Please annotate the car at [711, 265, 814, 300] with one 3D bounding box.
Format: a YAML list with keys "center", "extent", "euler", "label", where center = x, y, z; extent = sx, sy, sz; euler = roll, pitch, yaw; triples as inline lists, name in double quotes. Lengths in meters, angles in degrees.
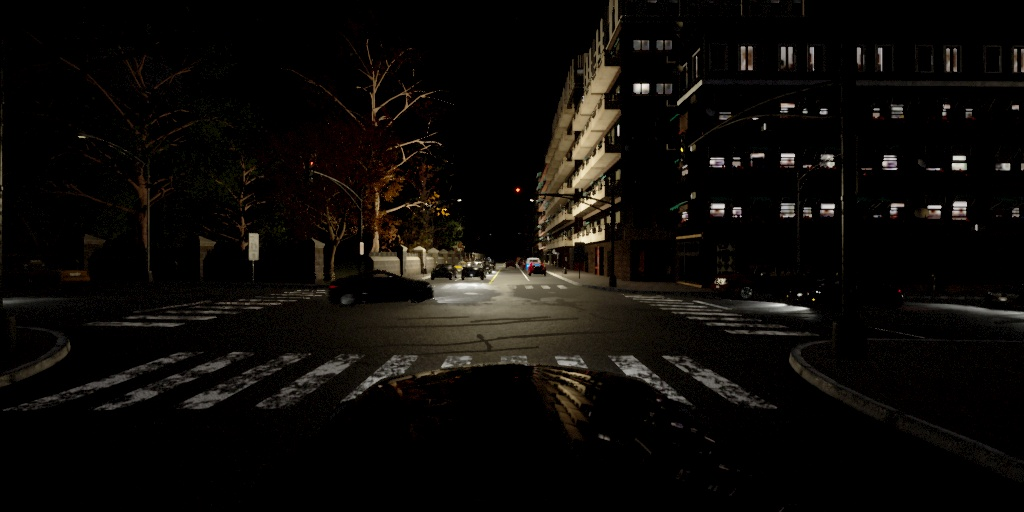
- center: [13.369, 1.353, 18.961]
  extent: [5.009, 1.841, 2.192]
  euler: [0, 0, -1]
  label: "car"

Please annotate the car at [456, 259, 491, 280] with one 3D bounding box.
- center: [-3.234, 1.255, 31.038]
  extent: [2.128, 1.511, 4.902]
  euler: [0, 0, 0]
  label: "car"

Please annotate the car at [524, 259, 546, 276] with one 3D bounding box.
- center: [2.522, 1.314, 36.880]
  extent: [1.888, 1.381, 4.507]
  euler: [0, 0, 0]
  label: "car"

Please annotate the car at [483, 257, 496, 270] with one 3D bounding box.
- center: [-3.330, 1.278, 51.749]
  extent: [2.128, 1.511, 4.902]
  euler: [0, 0, 0]
  label: "car"

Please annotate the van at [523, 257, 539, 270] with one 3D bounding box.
- center: [2.495, 1.116, 42.510]
  extent: [1.690, 1.789, 3.998]
  euler: [0, 0, 0]
  label: "van"

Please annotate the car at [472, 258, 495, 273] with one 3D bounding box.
- center: [-3.286, 1.279, 41.337]
  extent: [1.837, 1.490, 4.892]
  euler: [0, 0, 0]
  label: "car"

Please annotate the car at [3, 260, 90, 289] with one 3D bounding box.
- center: [-24.822, 0.883, 18.410]
  extent: [4.829, 1.417, 1.751]
  euler: [0, 0, -1]
  label: "car"

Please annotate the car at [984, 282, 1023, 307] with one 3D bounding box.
- center: [24.948, 1.764, 16.545]
  extent: [4.674, 1.442, 1.812]
  euler: [1, 0, -1]
  label: "car"

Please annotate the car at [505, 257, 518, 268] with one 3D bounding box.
- center: [-0.188, 1.349, 61.021]
  extent: [2.033, 1.411, 5.357]
  euler: [0, 0, -1]
  label: "car"

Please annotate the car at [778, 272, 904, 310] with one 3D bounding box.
- center: [15.112, 1.623, 16.398]
  extent: [4.181, 1.385, 1.994]
  euler: [1, 0, -1]
  label: "car"

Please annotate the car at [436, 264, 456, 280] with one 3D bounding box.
- center: [-5.831, 1.330, 31.209]
  extent: [1.948, 1.339, 4.313]
  euler: [0, 0, 0]
  label: "car"

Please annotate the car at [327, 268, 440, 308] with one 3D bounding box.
- center: [-5.496, 1.311, 15.194]
  extent: [4.181, 1.385, 1.994]
  euler: [0, 1, -29]
  label: "car"

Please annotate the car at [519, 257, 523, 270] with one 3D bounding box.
- center: [2.439, 1.229, 53.770]
  extent: [1.967, 1.591, 4.097]
  euler: [0, 0, 0]
  label: "car"
